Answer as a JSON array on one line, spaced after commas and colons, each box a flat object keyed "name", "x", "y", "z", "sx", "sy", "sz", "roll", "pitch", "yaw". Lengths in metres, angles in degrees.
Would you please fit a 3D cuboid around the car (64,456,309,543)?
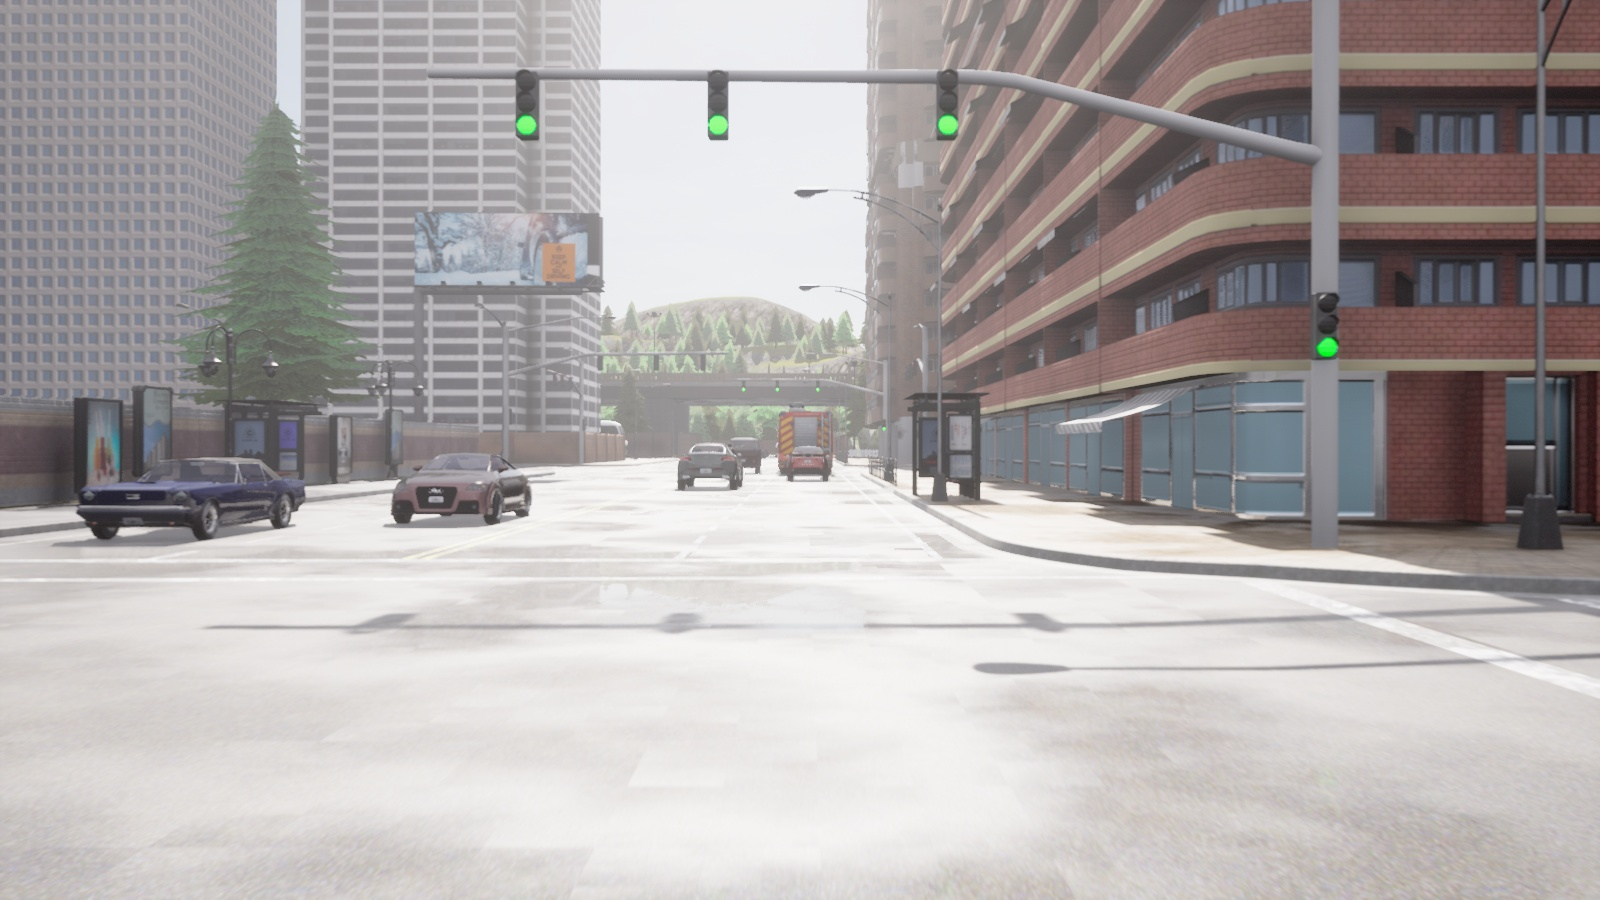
[{"name": "car", "x": -10.353, "y": 0.778, "z": 21.662, "sx": 1.895, "sy": 1.301, "sz": 4.718, "roll": 0, "pitch": 0, "yaw": 0}]

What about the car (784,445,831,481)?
[{"name": "car", "x": 0.353, "y": 0.555, "z": 56.062, "sx": 2.007, "sy": 1.525, "sz": 4.514, "roll": 0, "pitch": 0, "yaw": 0}]

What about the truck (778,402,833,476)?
[{"name": "truck", "x": 0.331, "y": -0.594, "z": 69.519, "sx": 2.891, "sy": 3.827, "sz": 8.468, "roll": 0, "pitch": 0, "yaw": 1}]

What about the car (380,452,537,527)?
[{"name": "car", "x": -6.823, "y": 0.739, "z": 25.574, "sx": 1.994, "sy": 1.385, "sz": 4.181, "roll": 0, "pitch": 0, "yaw": 1}]

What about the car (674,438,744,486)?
[{"name": "car", "x": -3.210, "y": 0.407, "z": 45.442, "sx": 2.152, "sy": 1.651, "sz": 5.027, "roll": 0, "pitch": 0, "yaw": 0}]

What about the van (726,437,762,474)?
[{"name": "van", "x": -3.064, "y": 0.314, "z": 69.869, "sx": 1.775, "sy": 1.987, "sz": 4.442, "roll": 0, "pitch": 0, "yaw": 0}]
